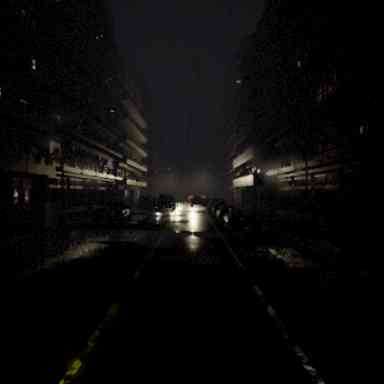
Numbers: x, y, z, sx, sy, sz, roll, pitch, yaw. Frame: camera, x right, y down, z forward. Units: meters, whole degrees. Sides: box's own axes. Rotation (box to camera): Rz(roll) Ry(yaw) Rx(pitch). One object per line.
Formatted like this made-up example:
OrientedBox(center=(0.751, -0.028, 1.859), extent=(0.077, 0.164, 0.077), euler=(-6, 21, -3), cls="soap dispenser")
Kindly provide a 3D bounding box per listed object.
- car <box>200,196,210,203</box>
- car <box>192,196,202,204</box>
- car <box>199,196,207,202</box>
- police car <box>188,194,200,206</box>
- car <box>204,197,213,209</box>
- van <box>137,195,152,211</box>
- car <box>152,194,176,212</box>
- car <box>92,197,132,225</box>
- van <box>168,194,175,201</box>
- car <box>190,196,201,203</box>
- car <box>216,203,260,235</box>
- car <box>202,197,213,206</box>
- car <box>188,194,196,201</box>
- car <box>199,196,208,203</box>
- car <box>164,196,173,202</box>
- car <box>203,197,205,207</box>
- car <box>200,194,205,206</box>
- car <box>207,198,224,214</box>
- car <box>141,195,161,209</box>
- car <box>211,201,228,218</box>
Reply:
OrientedBox(center=(2.672, 1.640, 69.612), extent=(1.887, 1.381, 4.507), euler=(0, 0, 0), cls="car")
OrientedBox(center=(0.885, 1.537, 64.442), extent=(1.801, 1.575, 5.366), euler=(0, 0, 0), cls="car")
OrientedBox(center=(2.669, 1.655, 81.106), extent=(1.752, 1.417, 4.829), euler=(0, 0, 0), cls="car")
OrientedBox(center=(0.788, 1.480, 54.342), extent=(1.930, 1.638, 5.238), euler=(0, 0, -2), cls="police car")
OrientedBox(center=(2.681, 1.459, 35.642), extent=(1.967, 1.590, 4.097), euler=(0, 0, 0), cls="car")
OrientedBox(center=(-5.700, 1.366, 41.325), extent=(1.690, 1.788, 3.998), euler=(0, 0, 0), cls="van")
OrientedBox(center=(-3.104, 1.242, 40.097), extent=(2.150, 2.045, 5.566), euler=(0, 0, 0), cls="car")
OrientedBox(center=(-5.696, 1.327, 24.339), extent=(2.192, 1.841, 5.009), euler=(0, 0, 0), cls="car")
OrientedBox(center=(-5.715, 1.513, 92.281), extent=(1.690, 1.788, 3.998), euler=(0, 0, 0), cls="van")
OrientedBox(center=(0.728, 1.576, 70.216), extent=(1.882, 1.535, 5.008), euler=(0, 0, -3), cls="car")
OrientedBox(center=(2.686, 1.560, 18.657), extent=(2.008, 1.369, 4.403), euler=(0, 0, 0), cls="car")
OrientedBox(center=(2.675, 1.591, 58.458), extent=(1.752, 1.417, 4.829), euler=(0, 0, 0), cls="car")
OrientedBox(center=(-0.019, 1.383, 87.752), extent=(2.097, 1.767, 4.553), euler=(0, 0, 0), cls="car")
OrientedBox(center=(2.671, 1.655, 75.278), extent=(1.887, 1.381, 4.507), euler=(0, 0, 0), cls="car")
OrientedBox(center=(-5.711, 1.653, 80.787), extent=(1.752, 1.417, 4.829), euler=(0, 0, 0), cls="car")
OrientedBox(center=(2.680, 1.607, 41.306), extent=(1.802, 1.307, 4.206), euler=(0, 0, 0), cls="car")
OrientedBox(center=(2.676, 1.490, 52.625), extent=(1.967, 1.590, 4.097), euler=(0, 0, 0), cls="car")
OrientedBox(center=(2.683, 1.559, 29.982), extent=(1.887, 1.381, 4.507), euler=(0, 0, 0), cls="car")
OrientedBox(center=(-5.703, 1.352, 46.985), extent=(2.192, 1.841, 5.009), euler=(0, 0, 0), cls="car")
OrientedBox(center=(2.684, 1.563, 24.319), extent=(2.008, 1.369, 4.403), euler=(0, 0, 0), cls="car")
